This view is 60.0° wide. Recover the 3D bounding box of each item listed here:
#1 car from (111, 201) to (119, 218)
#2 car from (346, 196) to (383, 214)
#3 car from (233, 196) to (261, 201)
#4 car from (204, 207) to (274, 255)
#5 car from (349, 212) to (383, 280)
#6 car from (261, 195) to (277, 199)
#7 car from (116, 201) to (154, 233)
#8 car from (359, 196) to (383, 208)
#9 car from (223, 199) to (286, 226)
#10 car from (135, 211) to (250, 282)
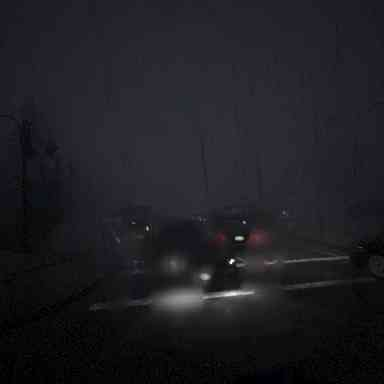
[{"bbox_3d":[-6.301,1.516,30.108,2.033,1.411,5.357,0,0,-17],"label":"car"},{"bbox_3d":[15.557,1.356,29.256,1.970,1.475,3.806,0,0,-17],"label":"car"},{"bbox_3d":[7.287,1.287,46.197,2.007,1.523,4.514,0,0,-17],"label":"car"},{"bbox_3d":[1.359,1.539,13.216,2.033,1.411,5.357,0,0,-4],"label":"car"},{"bbox_3d":[6.619,1.475,8.178,5.008,1.535,1.882,0,0,38],"label":"car"},{"bbox_3d":[10.273,1.277,47.159,2.152,1.636,5.027,0,0,-17],"label":"car"},{"bbox_3d":[-3.121,1.529,19.963,2.033,1.411,5.357,0,0,-17],"label":"car"},{"bbox_3d":[23.838,1.273,43.259,1.845,1.501,3.633,0,0,-17],"label":"car"},{"bbox_3d":[2.857,1.467,19.829,5.357,1.411,2.033,-3,1,-18],"label":"car"},{"bbox_3d":[-0.369,1.543,10.134,2.033,1.411,5.357,0,0,-15],"label":"car"}]
